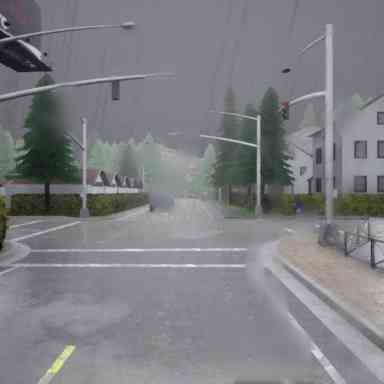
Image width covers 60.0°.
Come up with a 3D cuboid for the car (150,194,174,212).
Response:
[{"bbox_3d":[-3.590,1.221,38.955,2.150,2.045,5.566,0,0,0],"label":"car"}]
